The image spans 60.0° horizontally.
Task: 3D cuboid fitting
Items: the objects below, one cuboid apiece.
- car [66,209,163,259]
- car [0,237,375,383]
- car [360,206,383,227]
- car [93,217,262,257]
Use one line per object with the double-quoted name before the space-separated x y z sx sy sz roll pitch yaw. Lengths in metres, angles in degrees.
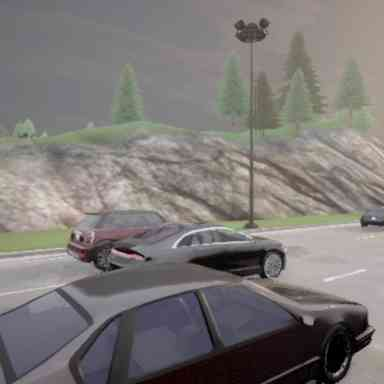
"car" -1.687 1.366 11.184 4.553 1.767 2.097 0 0 -36
"car" -0.147 1.552 3.656 5.357 1.411 2.033 0 0 -36
"car" 12.848 1.610 21.740 4.181 1.385 1.994 0 0 -36
"car" 0.350 1.503 8.336 4.902 1.511 2.128 0 0 -36
